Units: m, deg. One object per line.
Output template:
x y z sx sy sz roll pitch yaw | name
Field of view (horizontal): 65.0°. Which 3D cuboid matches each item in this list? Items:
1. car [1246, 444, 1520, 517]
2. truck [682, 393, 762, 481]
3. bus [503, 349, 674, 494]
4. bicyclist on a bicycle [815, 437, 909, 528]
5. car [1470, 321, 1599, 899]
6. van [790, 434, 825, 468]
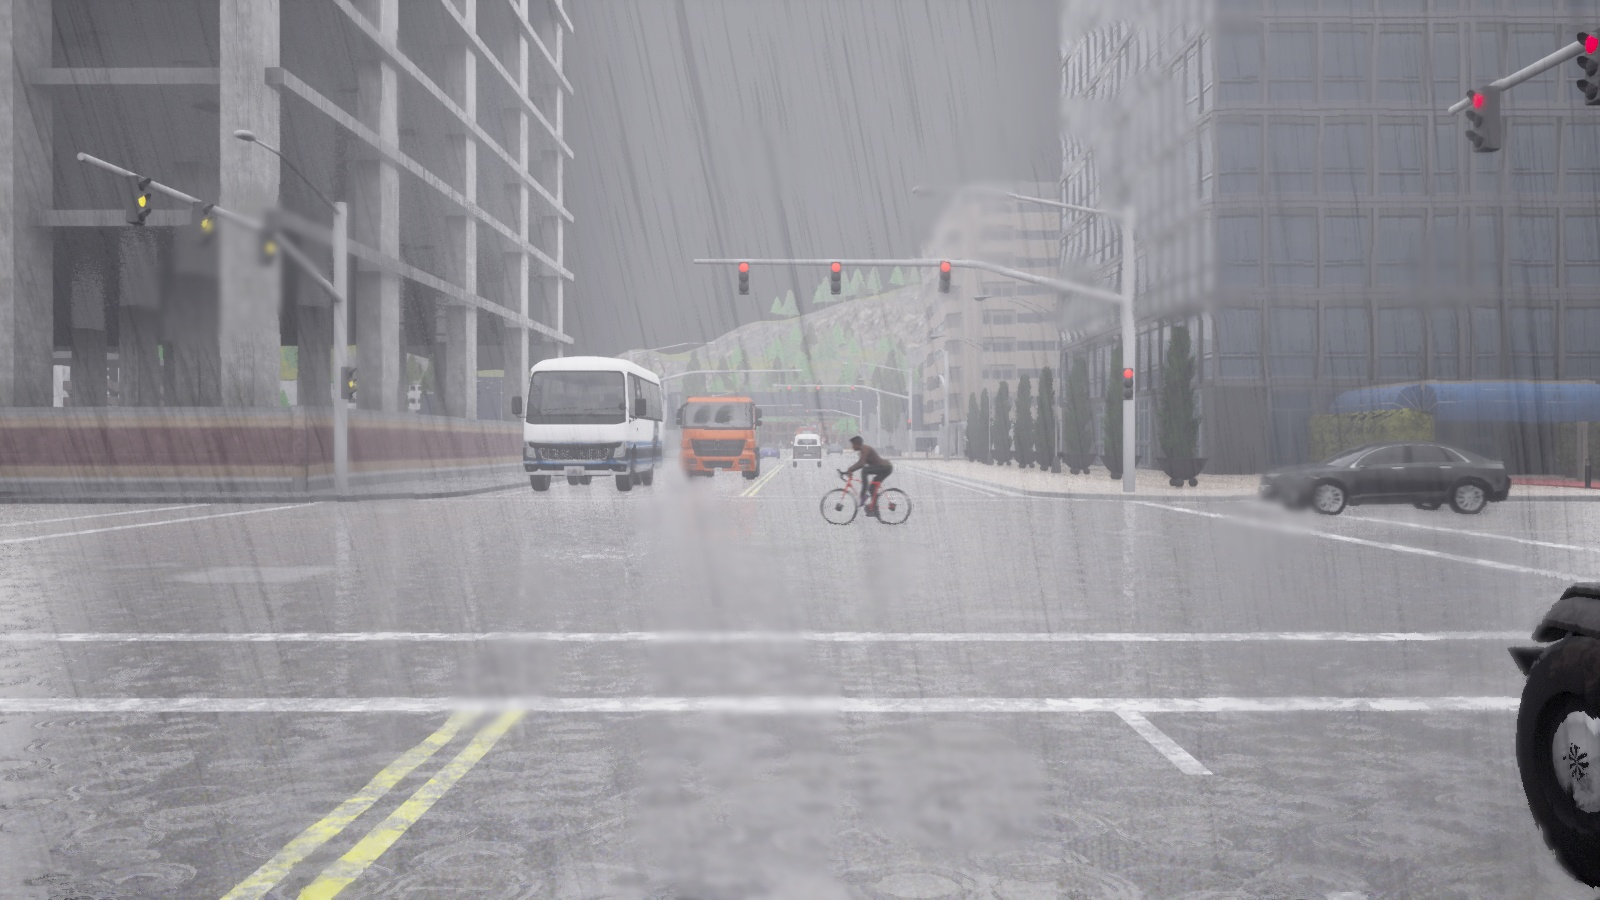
12.116 0.613 26.307 4.892 1.490 1.837 0 0 0 | car
-3.185 -0.539 53.286 2.891 3.462 7.936 0 0 0 | truck
-6.747 -0.873 42.103 3.944 4.253 10.273 0 0 0 | bus
1.110 0.572 22.704 1.656 1.620 0.582 0 0 -1 | bicyclist on a bicycle
3.532 0.529 2.910 1.905 1.878 3.866 0 0 0 | car
0.452 0.032 77.677 2.069 2.038 4.480 0 0 0 | van
